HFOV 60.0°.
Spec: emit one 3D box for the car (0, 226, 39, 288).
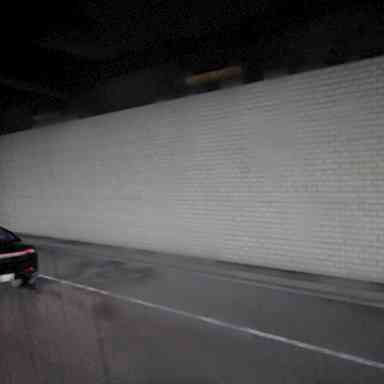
[{"bbox_3d":[-5.666,1.493,8.035,4.902,1.511,2.128,0,0,36],"label":"car"}]
